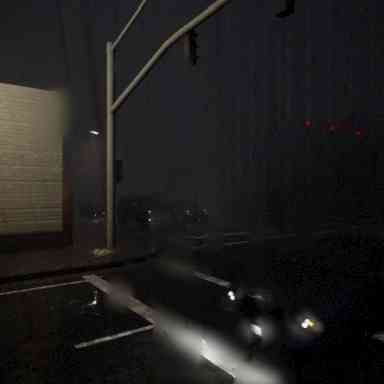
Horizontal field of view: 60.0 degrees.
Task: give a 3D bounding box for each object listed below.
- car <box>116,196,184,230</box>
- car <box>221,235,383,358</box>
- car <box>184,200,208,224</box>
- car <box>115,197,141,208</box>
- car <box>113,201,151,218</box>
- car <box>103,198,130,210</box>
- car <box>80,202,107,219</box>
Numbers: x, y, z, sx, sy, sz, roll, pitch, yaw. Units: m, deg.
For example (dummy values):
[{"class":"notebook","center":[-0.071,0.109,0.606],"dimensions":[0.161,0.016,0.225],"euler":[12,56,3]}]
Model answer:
[{"class":"car","center":[-3.165,1.277,22.295],"dimensions":[2.150,2.045,5.566],"euler":[0,0,-36]},{"class":"car","center":[3.092,1.563,6.201],"dimensions":[5.357,1.411,2.033],"euler":[0,0,-36]},{"class":"car","center":[-0.799,1.407,25.010],"dimensions":[2.097,1.767,4.553],"euler":[0,0,-36]},{"class":"car","center":[-9.577,1.560,49.634],"dimensions":[1.837,1.490,4.892],"euler":[0,0,-37]},{"class":"car","center":[-5.822,1.619,32.036],"dimensions":[1.994,1.385,4.181],"euler":[0,0,-35]},{"class":"car","center":[-10.205,1.581,44.445],"dimensions":[1.812,1.442,4.674],"euler":[0,0,-36]},{"class":"car","center":[-8.635,1.619,29.959],"dimensions":[1.994,1.385,4.181],"euler":[0,0,-35]}]
